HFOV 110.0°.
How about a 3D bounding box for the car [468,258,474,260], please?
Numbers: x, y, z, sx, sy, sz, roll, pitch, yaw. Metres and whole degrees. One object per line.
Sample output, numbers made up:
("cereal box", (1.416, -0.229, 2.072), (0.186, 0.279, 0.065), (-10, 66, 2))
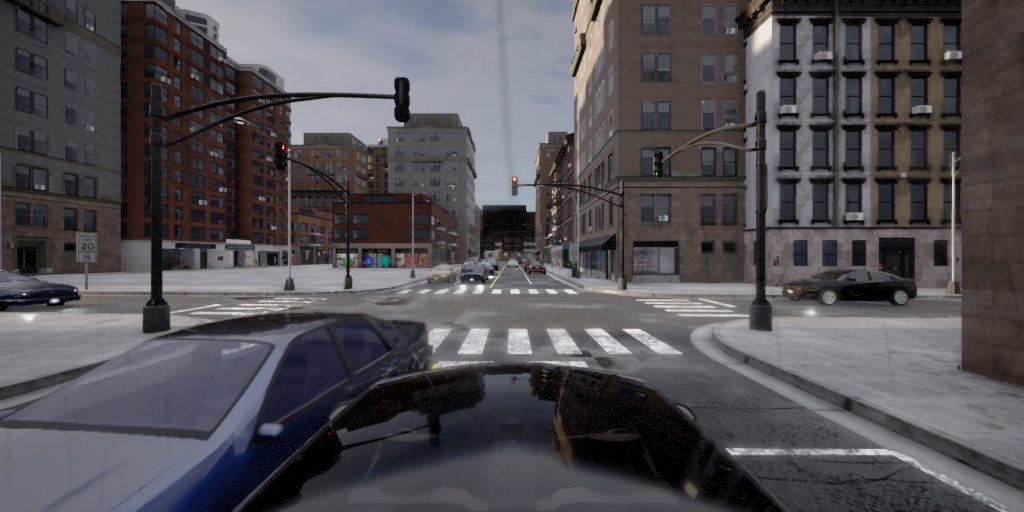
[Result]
("car", (-5.373, 1.302, 45.057), (2.007, 1.370, 4.403), (0, 0, 0))

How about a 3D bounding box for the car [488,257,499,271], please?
("car", (-2.818, 1.230, 48.694), (1.882, 1.535, 5.008), (0, 0, 0))

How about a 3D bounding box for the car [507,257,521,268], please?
("car", (0.124, 1.279, 61.892), (1.812, 1.442, 4.674), (0, 0, 0))

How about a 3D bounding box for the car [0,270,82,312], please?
("car", (-19.060, 1.210, 12.876), (5.357, 1.411, 2.033), (0, 0, 0))

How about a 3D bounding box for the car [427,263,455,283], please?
("car", (-5.379, 1.276, 27.901), (1.751, 1.417, 4.829), (0, 0, 0))

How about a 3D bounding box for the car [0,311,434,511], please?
("car", (-2.316, 1.297, 3.299), (2.033, 1.411, 5.357), (0, 0, 6))

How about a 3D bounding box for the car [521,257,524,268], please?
("car", (2.652, 1.066, 45.054), (2.192, 1.841, 5.009), (0, 0, 0))

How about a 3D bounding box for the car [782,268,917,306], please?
("car", (14.777, 1.310, 15.858), (5.008, 1.535, 1.882), (0, 0, -1))

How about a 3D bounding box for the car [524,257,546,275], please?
("car", (2.650, 1.191, 39.391), (1.967, 1.591, 4.097), (0, 0, 0))

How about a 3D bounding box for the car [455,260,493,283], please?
("car", (-2.840, 1.298, 28.153), (2.033, 1.411, 5.357), (0, 0, 0))

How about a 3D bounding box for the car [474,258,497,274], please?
("car", (-2.839, 1.277, 38.204), (1.812, 1.442, 4.674), (0, 0, 0))
